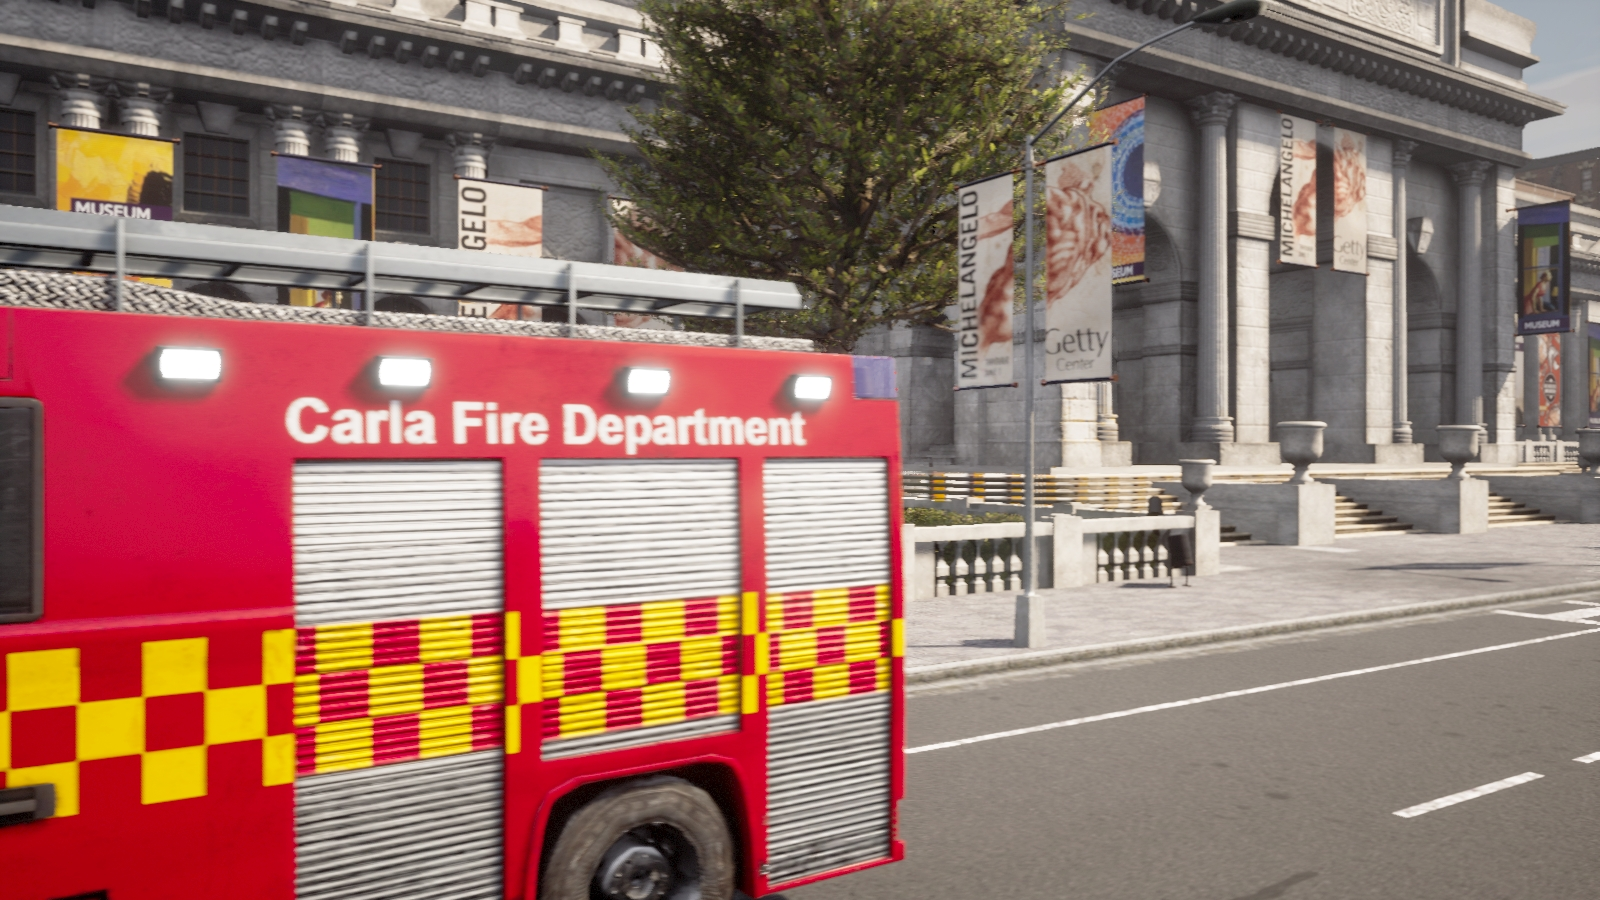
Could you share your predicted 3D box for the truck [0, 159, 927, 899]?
[{"bbox_3d":[-3.619,0.891,5.232,8.468,3.827,2.891,0,0,-34],"label":"truck"}]
